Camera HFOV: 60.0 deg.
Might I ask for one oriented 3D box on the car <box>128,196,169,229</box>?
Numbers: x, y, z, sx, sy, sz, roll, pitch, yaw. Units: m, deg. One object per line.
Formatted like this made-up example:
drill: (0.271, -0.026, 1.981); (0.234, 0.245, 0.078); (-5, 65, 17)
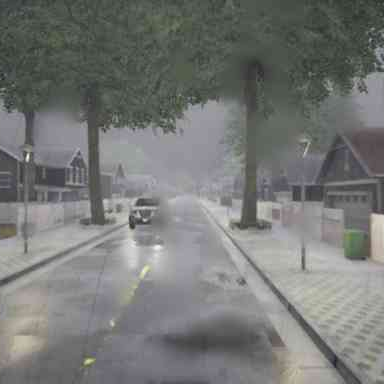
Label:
car: (-2.744, 1.306, 22.221); (2.150, 2.045, 5.566); (0, 0, 0)
